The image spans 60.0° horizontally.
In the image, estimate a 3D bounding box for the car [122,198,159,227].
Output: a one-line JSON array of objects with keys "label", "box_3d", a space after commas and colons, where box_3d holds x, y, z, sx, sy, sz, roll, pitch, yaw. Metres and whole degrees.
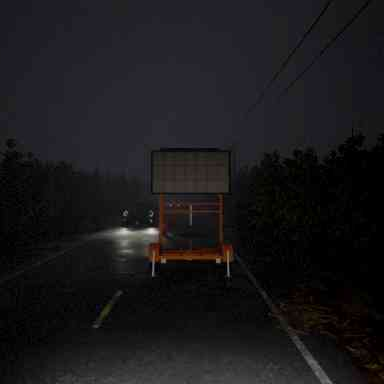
[{"label": "car", "box_3d": [-3.379, 1.352, 22.757, 2.097, 1.767, 4.553, 0, 0, 0]}]

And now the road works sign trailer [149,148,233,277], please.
[{"label": "road works sign trailer", "box_3d": [-0.035, 0.464, 10.220, 2.380, 3.560, 2.880, 0, 0, 0]}]

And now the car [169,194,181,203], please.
[{"label": "car", "box_3d": [-3.437, 1.221, 68.080, 2.150, 2.045, 5.566, 0, 0, 0]}]
